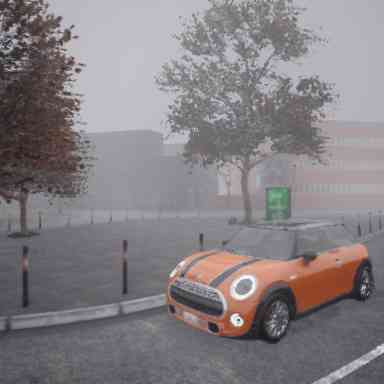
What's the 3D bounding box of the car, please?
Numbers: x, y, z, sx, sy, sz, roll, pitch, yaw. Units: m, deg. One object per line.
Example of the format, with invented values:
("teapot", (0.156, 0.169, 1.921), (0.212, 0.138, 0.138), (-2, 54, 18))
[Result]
("car", (1.707, 1.393, 6.664), (4.553, 1.767, 2.097), (0, -1, -39))
